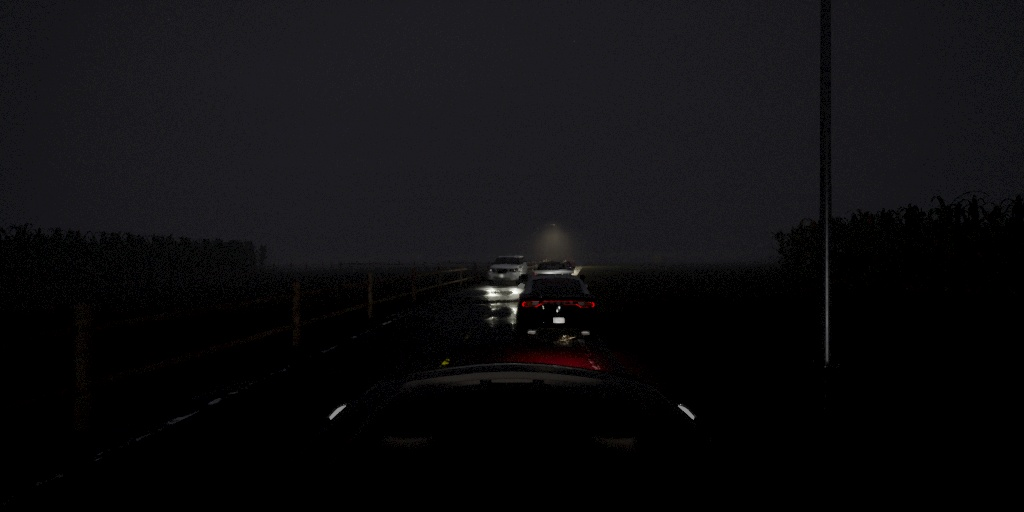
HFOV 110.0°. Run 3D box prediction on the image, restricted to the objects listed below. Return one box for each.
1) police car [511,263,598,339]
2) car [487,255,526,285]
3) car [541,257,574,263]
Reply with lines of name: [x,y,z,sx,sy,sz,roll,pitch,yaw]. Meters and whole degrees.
police car: [1.198,1.173,10.259,1.930,1.638,5.238,0,0,4]
car: [-0.199,0.954,26.335,2.150,2.045,5.566,0,0,10]
car: [2.259,1.089,19.908,2.097,1.767,4.553,0,0,8]
